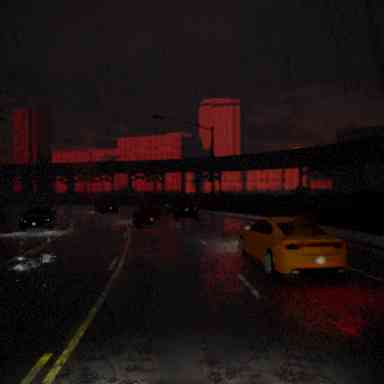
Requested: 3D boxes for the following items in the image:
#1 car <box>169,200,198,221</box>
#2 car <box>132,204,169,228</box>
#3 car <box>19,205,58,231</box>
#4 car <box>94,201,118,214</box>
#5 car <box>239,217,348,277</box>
[{"bbox_3d":[-1.099,1.476,28.792,2.097,1.767,4.553,-1,0,-18],"label":"car"},{"bbox_3d":[-3.189,1.604,23.783,1.882,1.535,5.008,0,0,-14],"label":"car"},{"bbox_3d":[-10.167,1.683,22.307,1.837,1.490,4.892,0,-1,-16],"label":"car"},{"bbox_3d":[-10.316,1.813,39.696,1.994,1.385,4.181,-1,0,-32],"label":"car"},{"bbox_3d":[2.845,1.514,10.473,1.882,1.535,5.008,0,0,-6],"label":"car"}]
